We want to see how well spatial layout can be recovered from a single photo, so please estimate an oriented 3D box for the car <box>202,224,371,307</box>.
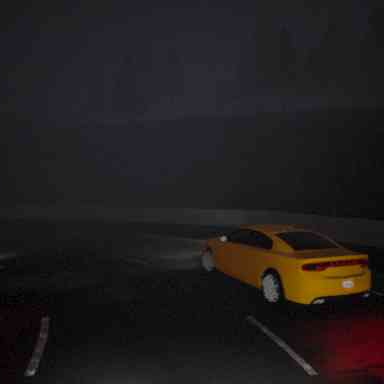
[{"bbox_3d":[1.925,1.553,8.380,1.882,1.535,5.008,1,-1,-22],"label":"car"}]
